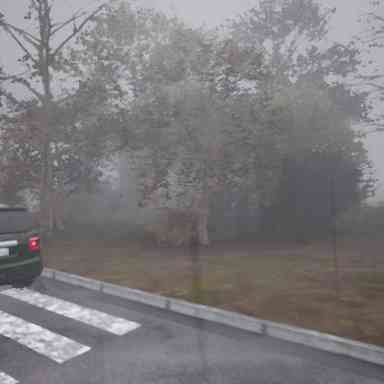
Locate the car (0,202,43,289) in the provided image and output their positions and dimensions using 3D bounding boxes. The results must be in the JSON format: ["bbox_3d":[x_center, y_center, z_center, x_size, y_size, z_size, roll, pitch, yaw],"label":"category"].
[{"bbox_3d":[-5.830,1.274,8.194,5.566,2.045,2.150,0,0,39],"label":"car"}]
